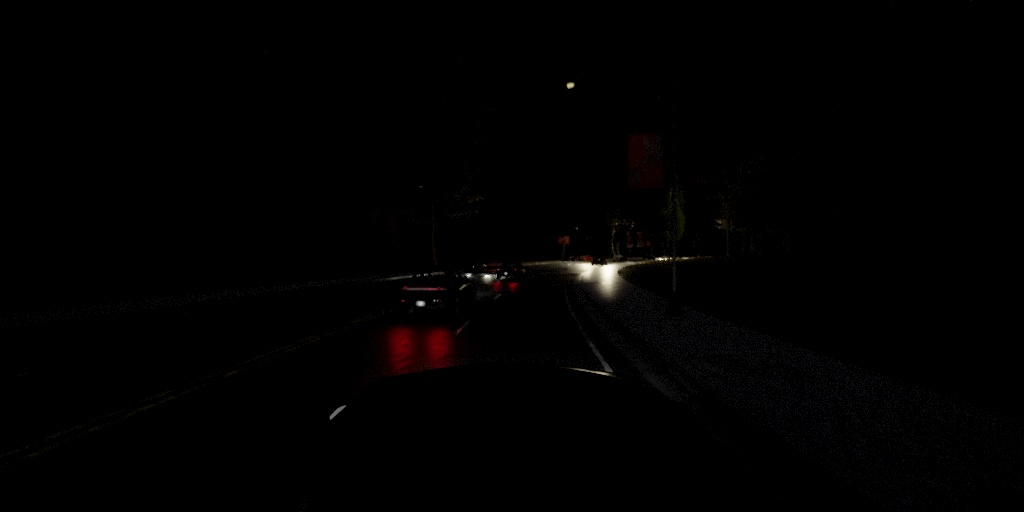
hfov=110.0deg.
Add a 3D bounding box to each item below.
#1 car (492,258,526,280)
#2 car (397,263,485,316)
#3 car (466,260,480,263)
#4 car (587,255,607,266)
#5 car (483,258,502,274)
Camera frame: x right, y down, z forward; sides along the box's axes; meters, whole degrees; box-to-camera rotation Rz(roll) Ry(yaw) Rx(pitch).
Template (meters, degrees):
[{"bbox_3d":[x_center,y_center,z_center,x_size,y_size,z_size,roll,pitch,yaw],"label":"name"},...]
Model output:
[{"bbox_3d":[0.005,1.174,30.086,1.812,1.442,4.674,0,0,12],"label":"car"},{"bbox_3d":[-2.541,1.198,13.099,2.128,1.511,4.902,0,0,4],"label":"car"},{"bbox_3d":[-4.536,1.167,39.740,2.033,1.411,5.357,0,0,16],"label":"car"},{"bbox_3d":[14.226,0.907,58.653,1.812,1.442,4.674,0,1,26],"label":"car"},{"bbox_3d":[-1.395,0.968,38.767,2.097,1.767,4.553,0,0,16],"label":"car"}]
